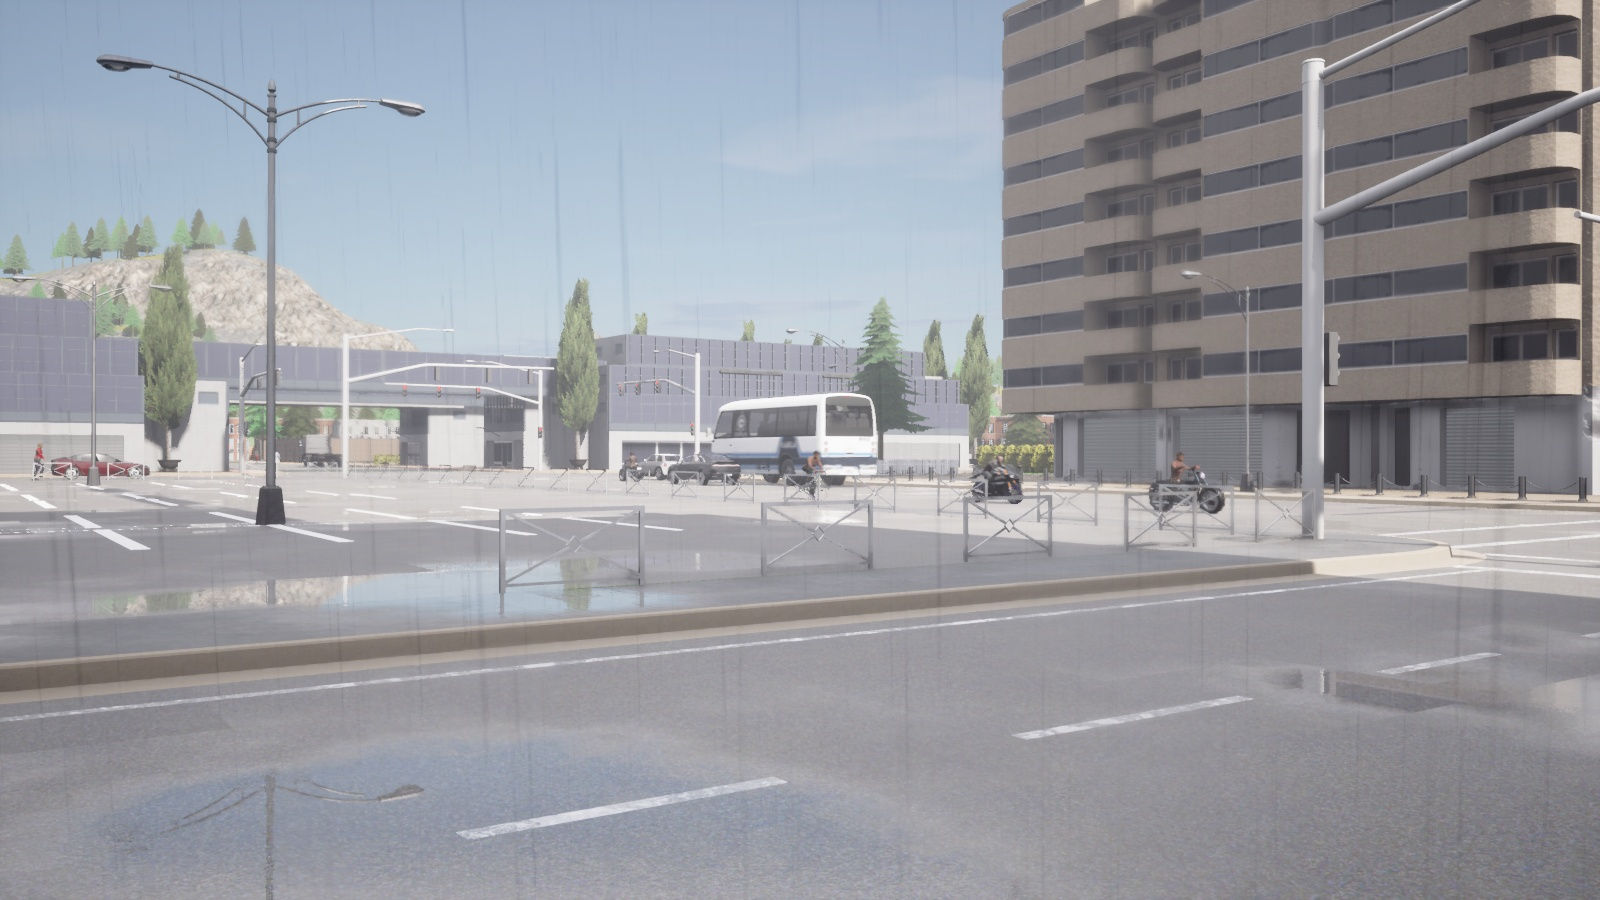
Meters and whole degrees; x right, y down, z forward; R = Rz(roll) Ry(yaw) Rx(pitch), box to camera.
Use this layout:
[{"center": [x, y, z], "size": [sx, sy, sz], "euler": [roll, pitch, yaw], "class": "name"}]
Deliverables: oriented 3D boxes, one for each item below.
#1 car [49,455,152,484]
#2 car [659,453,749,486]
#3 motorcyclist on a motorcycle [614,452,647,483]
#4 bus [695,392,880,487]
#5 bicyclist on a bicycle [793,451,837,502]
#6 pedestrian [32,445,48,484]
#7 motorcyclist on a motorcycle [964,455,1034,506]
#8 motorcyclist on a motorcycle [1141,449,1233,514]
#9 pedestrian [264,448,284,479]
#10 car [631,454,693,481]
[{"center": [-38.436, 1.050, 69.001], "size": [4.792, 1.488, 2.163], "euler": [0, 0, -33], "class": "car"}, {"center": [-4.697, 0.915, 60.732], "size": [2.128, 1.511, 4.902], "euler": [0, 0, -34], "class": "car"}, {"center": [-9.068, 0.934, 67.065], "size": [0.766, 1.649, 2.350], "euler": [0, 0, -35], "class": "motorcyclist on a motorcycle"}, {"center": [-0.843, -0.425, 61.314], "size": [3.944, 4.253, 10.273], "euler": [0, -1, -35], "class": "bus"}, {"center": [0.465, 0.852, 40.948], "size": [0.582, 1.620, 1.656], "euler": [0, 0, -35], "class": "bicyclist on a bicycle"}, {"center": [-36.491, 0.684, 60.259], "size": [0.636, 1.846, 0.331], "euler": [0, 0, -35], "class": "pedestrian"}, {"center": [6.133, 0.917, 38.900], "size": [0.866, 1.530, 2.191], "euler": [0, 0, -35], "class": "motorcyclist on a motorcycle"}, {"center": [10.169, 0.810, 33.058], "size": [0.766, 1.649, 2.350], "euler": [0, 0, -35], "class": "motorcyclist on a motorcycle"}, {"center": [-32.388, 0.837, 77.277], "size": [0.874, 1.855, 0.900], "euler": [0, 0, -41], "class": "pedestrian"}, {"center": [-7.896, 0.957, 71.525], "size": [1.970, 1.475, 3.806], "euler": [0, 0, -34], "class": "car"}]
